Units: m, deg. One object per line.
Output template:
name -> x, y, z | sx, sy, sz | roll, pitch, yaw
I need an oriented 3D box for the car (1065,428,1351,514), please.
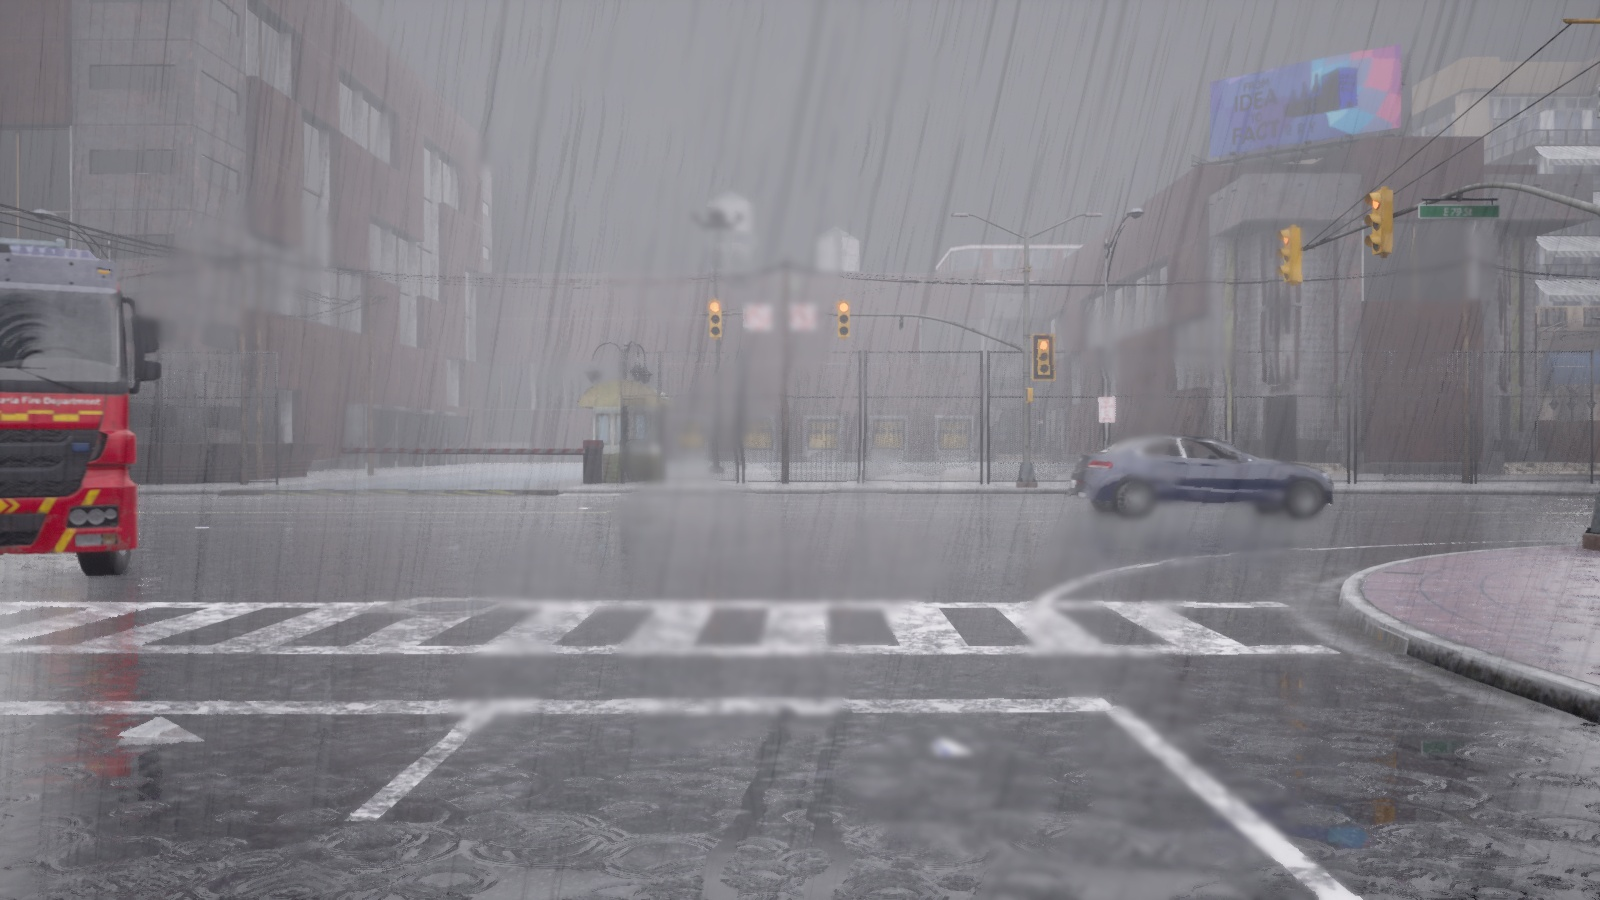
car -> 8.051, 0.389, 25.173 | 5.027, 1.651, 2.152 | 0, 0, 1

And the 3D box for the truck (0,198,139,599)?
truck -> -10.047, -0.514, 15.508 | 2.891, 3.827, 8.468 | 0, 0, -31
